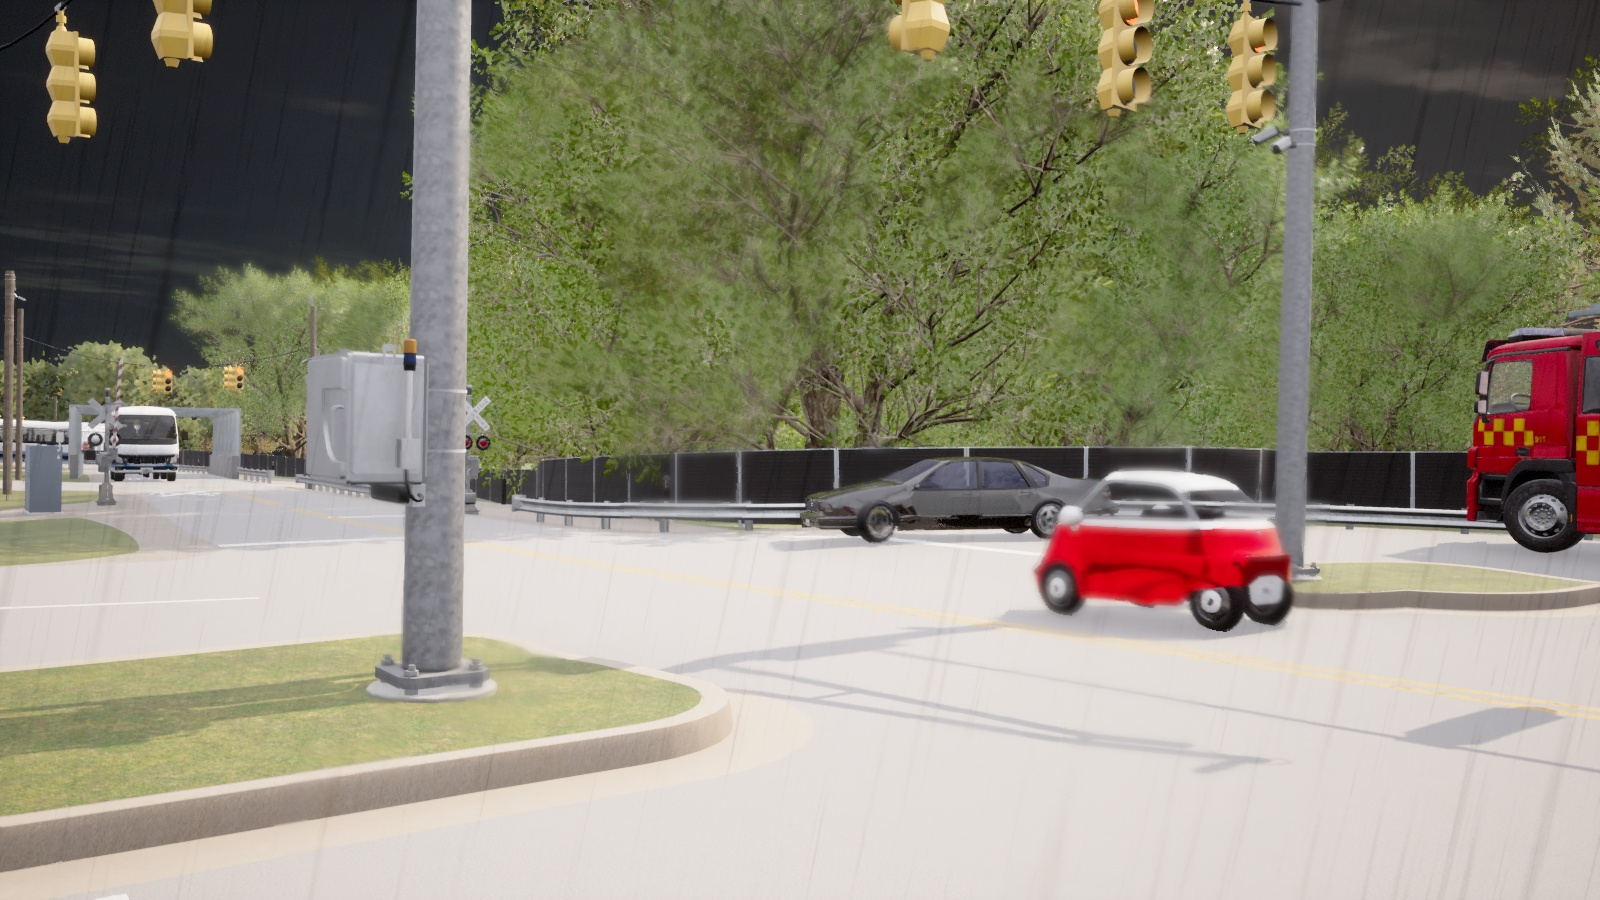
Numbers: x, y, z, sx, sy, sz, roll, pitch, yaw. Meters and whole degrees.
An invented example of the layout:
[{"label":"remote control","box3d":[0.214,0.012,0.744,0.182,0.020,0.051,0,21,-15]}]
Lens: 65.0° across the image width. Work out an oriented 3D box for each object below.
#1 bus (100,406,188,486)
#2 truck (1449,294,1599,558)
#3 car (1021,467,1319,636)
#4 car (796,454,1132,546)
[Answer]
[{"label":"bus","box3d":[-38.125,-0.189,72.777,3.944,4.253,10.273,0,0,-31]},{"label":"truck","box3d":[13.218,-0.340,17.422,2.891,3.827,8.468,0,1,-10]},{"label":"car","box3d":[3.390,0.860,11.691,1.481,1.376,2.207,1,-1,-36]},{"label":"car","box3d":[2.764,0.806,21.676,5.357,1.411,2.033,-1,0,-11]}]
